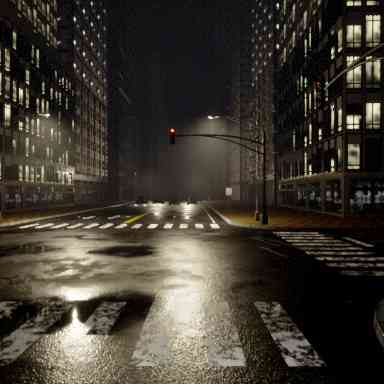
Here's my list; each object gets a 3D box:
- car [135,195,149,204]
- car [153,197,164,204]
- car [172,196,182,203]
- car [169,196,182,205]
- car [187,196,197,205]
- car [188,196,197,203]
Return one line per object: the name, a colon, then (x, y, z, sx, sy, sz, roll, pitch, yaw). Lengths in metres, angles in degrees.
car: (-9.682, 1.468, 64.349, 2.097, 1.767, 4.553, 0, 0, 0)
car: (-6.432, 1.680, 64.315, 1.994, 1.385, 4.181, 0, 0, 0)
car: (-3.176, 1.522, 70.145, 1.994, 1.385, 4.181, 0, 0, 0)
car: (-3.187, 1.647, 59.727, 2.033, 1.411, 5.357, 0, 0, 0)
car: (0.064, 1.648, 60.140, 2.033, 1.411, 5.357, 0, 0, 0)
car: (0.075, 1.583, 70.588, 1.895, 1.301, 4.718, 0, 0, 0)
